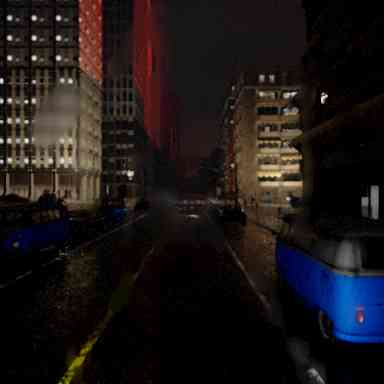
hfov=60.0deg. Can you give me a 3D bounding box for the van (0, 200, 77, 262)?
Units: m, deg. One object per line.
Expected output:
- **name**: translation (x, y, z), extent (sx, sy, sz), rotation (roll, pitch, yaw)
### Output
- **van**: translation (-5.700, 1.332, 11.750), extent (1.690, 1.788, 3.998), rotation (0, 0, 0)

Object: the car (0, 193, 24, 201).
- **car**: translation (-32.408, 0.950, 59.106), extent (4.206, 1.307, 1.802), rotation (1, -1, 0)

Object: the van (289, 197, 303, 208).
- **van**: translation (16.891, 1.676, 50.743), extent (3.998, 1.788, 1.690), rotation (1, -1, 0)

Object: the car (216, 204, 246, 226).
- **car**: translation (2.672, 1.534, 23.053), extent (2.008, 1.369, 4.403), rotation (0, 0, 0)

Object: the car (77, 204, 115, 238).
- **car**: translation (-5.704, 1.538, 17.398), extent (2.008, 1.369, 4.403), rotation (0, 0, 0)

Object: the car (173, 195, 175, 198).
- **car**: translation (-5.763, 1.499, 94.501), extent (1.752, 1.417, 4.829), rotation (0, 0, 0)

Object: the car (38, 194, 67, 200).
- **car**: translation (-21.170, 1.041, 50.763), extent (4.097, 1.590, 1.967), rotation (1, -1, 0)

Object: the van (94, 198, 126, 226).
- **van**: translation (-5.708, 1.325, 23.047), extent (1.690, 1.788, 3.998), rotation (0, 0, 0)

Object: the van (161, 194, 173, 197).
- **van**: translation (-5.746, 1.311, 72.467), extent (1.690, 1.788, 3.998), rotation (0, 0, 0)

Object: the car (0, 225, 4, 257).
- **car**: translation (-5.695, 1.561, 6.101), extent (1.947, 1.339, 4.313), rotation (0, 0, 0)

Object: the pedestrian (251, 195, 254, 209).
- **pedestrian**: translation (8.101, 1.307, 44.738), extent (0.375, 1.860, 0.375), rotation (0, 0, 0)

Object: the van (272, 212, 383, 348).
- **van**: translation (2.685, 1.336, 6.107), extent (1.690, 1.788, 3.998), rotation (0, 0, 0)

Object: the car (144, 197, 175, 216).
- **car**: translation (-3.106, 1.527, 32.685), extent (2.033, 1.411, 5.357), rotation (0, 0, 0)

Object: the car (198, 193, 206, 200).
- **car**: translation (2.621, 1.288, 89.128), extent (2.192, 1.841, 5.009), rotation (0, 0, 0)

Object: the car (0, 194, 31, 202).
- **car**: translation (-26.747, 1.075, 50.743), extent (4.206, 1.307, 1.802), rotation (1, -1, 0)

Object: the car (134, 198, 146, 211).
- **car**: translation (-5.722, 1.416, 39.993), extent (1.967, 1.590, 4.097), rotation (0, 0, 0)

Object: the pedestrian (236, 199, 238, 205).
- **pedestrian**: translation (6.101, 1.496, 45.337), extent (0.500, 1.100, 0.500), rotation (0, 0, 0)
